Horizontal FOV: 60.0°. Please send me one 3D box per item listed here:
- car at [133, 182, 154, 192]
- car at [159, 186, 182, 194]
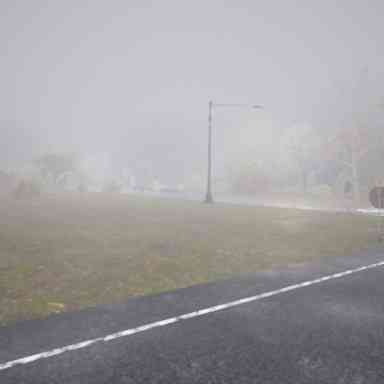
[{"bbox_3d":[-9.584,-1.026,65.636,2.150,2.045,5.566,0,2,-36],"label":"car"},{"bbox_3d":[-3.757,-0.336,57.518,1.895,1.301,4.718,0,2,-36],"label":"car"}]
